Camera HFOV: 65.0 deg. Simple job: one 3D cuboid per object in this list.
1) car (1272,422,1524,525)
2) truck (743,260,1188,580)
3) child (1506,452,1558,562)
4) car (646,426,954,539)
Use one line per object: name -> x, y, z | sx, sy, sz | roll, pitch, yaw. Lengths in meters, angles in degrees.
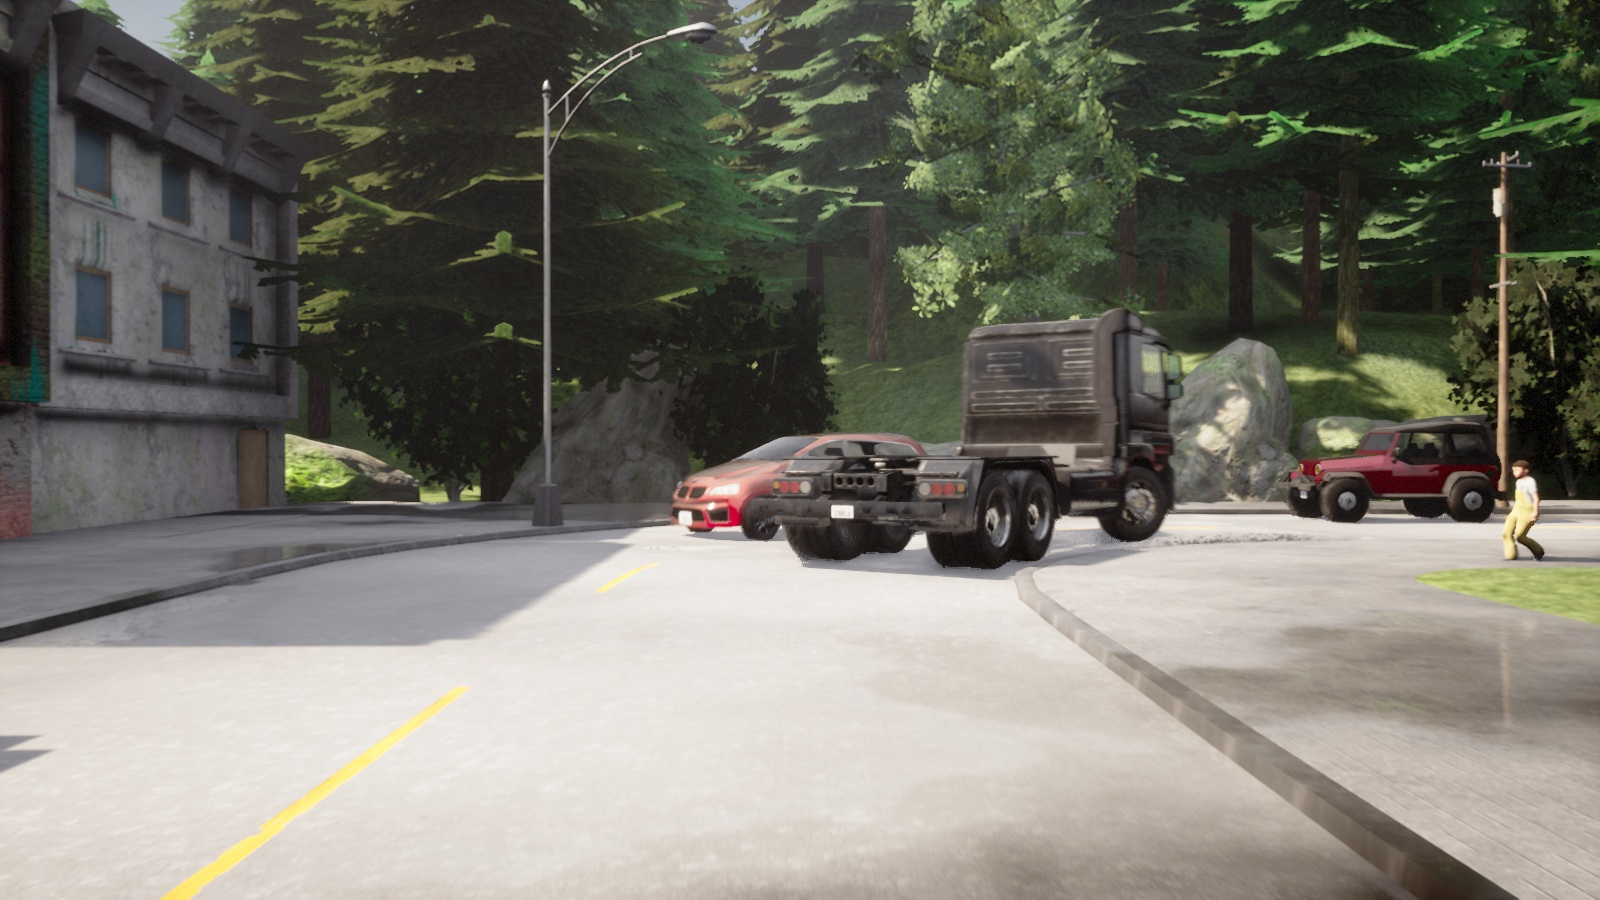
car -> 11.250, 0.417, 23.838 | 3.866, 1.878, 1.905 | 0, 0, 0
truck -> 2.764, -0.332, 17.664 | 2.891, 3.462, 7.936 | 0, 0, 35
child -> 8.516, 0.661, 14.608 | 0.437, 1.263, 0.270 | 0, 0, -3
car -> 0.049, 0.476, 20.722 | 4.611, 1.667, 2.242 | 0, 0, -34
